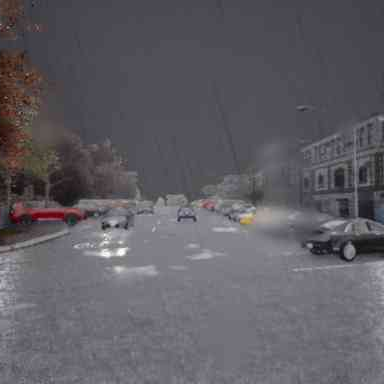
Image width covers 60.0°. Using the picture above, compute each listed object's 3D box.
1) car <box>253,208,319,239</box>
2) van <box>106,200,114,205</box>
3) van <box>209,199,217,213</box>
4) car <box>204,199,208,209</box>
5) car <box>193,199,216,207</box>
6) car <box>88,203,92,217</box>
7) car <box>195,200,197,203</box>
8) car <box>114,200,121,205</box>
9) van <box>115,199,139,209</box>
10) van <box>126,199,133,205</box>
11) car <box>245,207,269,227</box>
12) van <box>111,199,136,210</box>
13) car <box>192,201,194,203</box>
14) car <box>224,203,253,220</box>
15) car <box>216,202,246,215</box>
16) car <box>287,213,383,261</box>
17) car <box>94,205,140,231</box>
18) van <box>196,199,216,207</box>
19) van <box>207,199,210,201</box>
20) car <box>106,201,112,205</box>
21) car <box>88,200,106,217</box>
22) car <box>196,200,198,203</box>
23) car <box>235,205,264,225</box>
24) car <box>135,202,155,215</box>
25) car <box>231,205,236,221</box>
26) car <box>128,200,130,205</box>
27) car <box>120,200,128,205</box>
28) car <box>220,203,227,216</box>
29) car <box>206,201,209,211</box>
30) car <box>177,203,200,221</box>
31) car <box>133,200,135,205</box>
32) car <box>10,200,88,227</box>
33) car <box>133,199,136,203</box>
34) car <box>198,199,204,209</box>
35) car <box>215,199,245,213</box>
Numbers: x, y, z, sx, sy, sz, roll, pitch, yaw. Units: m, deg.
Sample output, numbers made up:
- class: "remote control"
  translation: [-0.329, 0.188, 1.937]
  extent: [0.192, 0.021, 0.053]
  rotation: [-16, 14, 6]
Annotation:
- class: "car"
  translation: [6.389, 1.880, 19.215]
  extent: [4.892, 1.521, 2.231]
  rotation: [1, -1, -22]
- class: "van"
  translation: [-12.515, 1.994, 41.887]
  extent: [4.442, 1.987, 1.878]
  rotation: [0, -1, -22]
- class: "van"
  translation: [5.164, 2.081, 45.548]
  extent: [4.442, 1.987, 1.878]
  rotation: [1, -1, -22]
- class: "car"
  translation: [4.866, 2.340, 54.378]
  extent: [4.553, 1.767, 2.185]
  rotation: [1, -1, -22]
- class: "car"
  translation: [3.362, 2.942, 89.541]
  extent: [5.566, 2.045, 2.435]
  rotation: [2, -2, -23]
- class: "car"
  translation: [-11.937, 2.056, 30.153]
  extent: [4.792, 1.488, 2.163]
  rotation: [0, -1, -22]
- class: "car"
  translation: [4.075, 2.944, 77.892]
  extent: [5.366, 1.575, 1.946]
  rotation: [1, -2, -22]
- class: "car"
  translation: [-12.526, 2.270, 44.875]
  extent: [4.892, 1.521, 2.231]
  rotation: [0, -1, -22]
- class: "van"
  translation: [-13.424, 2.494, 68.457]
  extent: [4.442, 1.987, 1.878]
  rotation: [0, -2, -22]
- class: "van"
  translation: [-12.929, 2.258, 56.693]
  extent: [4.442, 1.987, 1.878]
  rotation: [0, -1, -22]
- class: "car"
  translation: [6.260, 1.966, 22.144]
  extent: [4.674, 1.452, 2.002]
  rotation: [1, -1, -22]
- class: "van"
  translation: [-13.513, 2.434, 65.418]
  extent: [4.442, 1.987, 1.878]
  rotation: [0, -1, -22]
- class: "car"
  translation: [3.346, 3.122, 86.542]
  extent: [5.366, 1.575, 1.946]
  rotation: [1, -1, -23]
- class: "car"
  translation: [5.896, 2.069, 30.935]
  extent: [4.892, 1.521, 2.231]
  rotation: [1, -1, -22]
- class: "car"
  translation: [5.644, 2.164, 36.801]
  extent: [4.892, 1.521, 2.231]
  rotation: [1, -1, -22]
- class: "car"
  translation: [6.626, 1.786, 13.357]
  extent: [4.892, 1.521, 2.231]
  rotation: [1, -1, -22]
- class: "car"
  translation: [-5.372, 1.953, 24.614]
  extent: [2.128, 1.511, 4.902]
  rotation: [0, -1, -2]
- class: "van"
  translation: [3.544, 2.839, 83.638]
  extent: [4.442, 1.987, 1.878]
  rotation: [1, -1, -23]
- class: "van"
  translation: [5.127, 2.190, 51.506]
  extent: [4.442, 1.987, 1.878]
  rotation: [1, -1, -22]
- class: "car"
  translation: [-12.312, 2.200, 38.980]
  extent: [4.792, 1.488, 2.163]
  rotation: [0, -1, -22]
- class: "car"
  translation: [-12.135, 1.996, 36.064]
  extent: [4.553, 1.767, 2.185]
  rotation: [0, -1, -22]
- class: "car"
  translation: [4.321, 2.819, 72.037]
  extent: [5.366, 1.575, 1.946]
  rotation: [1, -2, -22]
- class: "car"
  translation: [6.302, 1.974, 25.153]
  extent: [5.366, 1.575, 1.946]
  rotation: [1, -1, -22]
- class: "car"
  translation: [-6.221, 2.363, 45.202]
  extent: [1.994, 1.385, 4.181]
  rotation: [0, -1, -2]
- class: "car"
  translation: [6.011, 2.061, 28.007]
  extent: [4.674, 1.452, 2.002]
  rotation: [1, -1, -22]
- class: "car"
  translation: [-12.903, 2.467, 53.694]
  extent: [4.674, 1.452, 2.002]
  rotation: [0, -1, -22]
- class: "car"
  translation: [-12.487, 2.317, 47.889]
  extent: [5.366, 1.575, 1.946]
  rotation: [0, -1, -22]
- class: "car"
  translation: [5.734, 2.144, 33.856]
  extent: [4.792, 1.488, 2.163]
  rotation: [1, -1, -22]
- class: "car"
  translation: [5.135, 2.360, 48.523]
  extent: [5.008, 1.535, 2.097]
  rotation: [1, -1, -22]
- class: "car"
  translation: [-0.577, 2.173, 34.252]
  extent: [2.033, 1.411, 5.357]
  rotation: [0, -1, -2]
- class: "car"
  translation: [-13.158, 2.581, 59.582]
  extent: [4.674, 1.452, 2.002]
  rotation: [0, -1, -22]
- class: "car"
  translation: [-11.766, 1.728, 27.246]
  extent: [5.566, 2.045, 2.435]
  rotation: [0, -1, -22]
- class: "car"
  translation: [-13.285, 2.639, 62.524]
  extent: [4.674, 1.452, 2.002]
  rotation: [0, -1, -22]
- class: "car"
  translation: [4.675, 2.329, 60.263]
  extent: [5.566, 2.045, 2.435]
  rotation: [1, -2, -22]
- class: "car"
  translation: [5.546, 2.086, 39.742]
  extent: [4.553, 1.767, 2.185]
  rotation: [1, -1, -22]
